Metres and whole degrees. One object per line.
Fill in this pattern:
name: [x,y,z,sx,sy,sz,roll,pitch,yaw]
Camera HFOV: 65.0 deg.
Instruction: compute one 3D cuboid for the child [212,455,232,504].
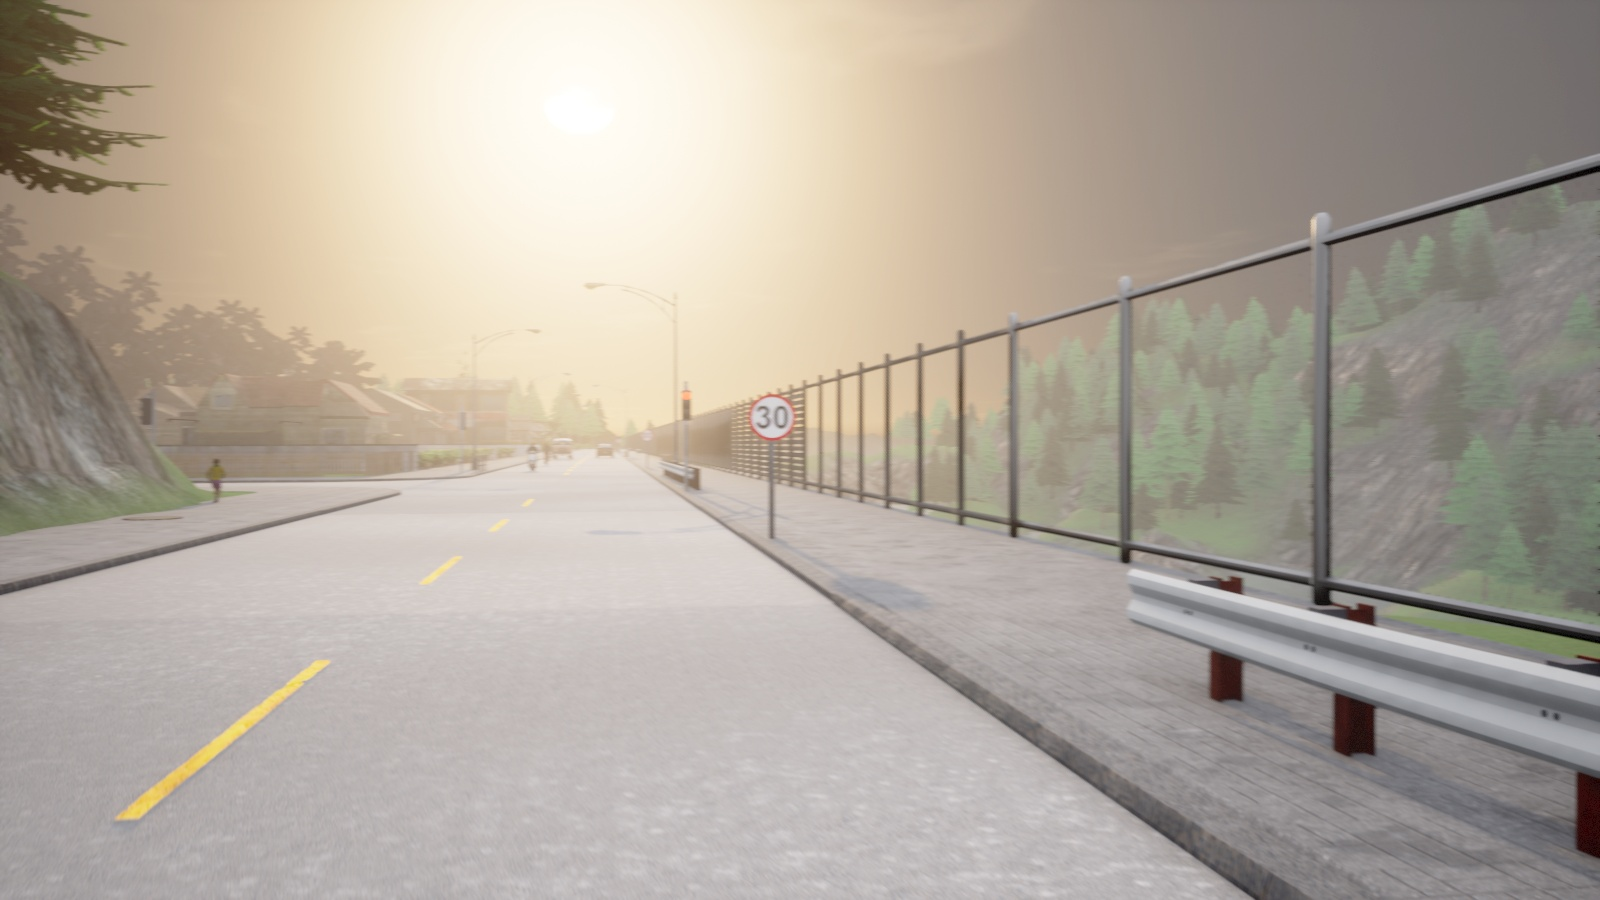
child: [-13.842,0.695,30.081,0.299,1.160,0.473,0,0,-9]
